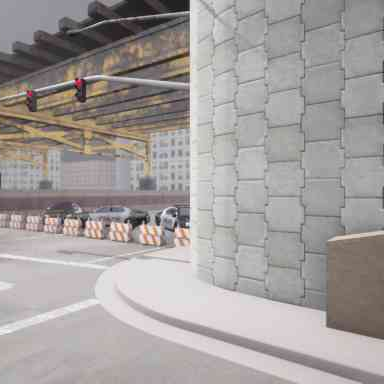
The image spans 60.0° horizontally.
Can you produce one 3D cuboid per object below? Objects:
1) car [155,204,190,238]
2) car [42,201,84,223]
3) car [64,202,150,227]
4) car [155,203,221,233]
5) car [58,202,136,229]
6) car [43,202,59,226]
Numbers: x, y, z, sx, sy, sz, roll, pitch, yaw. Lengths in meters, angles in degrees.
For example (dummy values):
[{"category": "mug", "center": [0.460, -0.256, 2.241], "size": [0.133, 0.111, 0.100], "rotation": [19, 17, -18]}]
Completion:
[{"category": "car", "center": [-0.356, 1.453, 17.727], "size": [2.038, 1.542, 4.974], "rotation": [0, 0, -25]}, {"category": "car", "center": [-8.827, 1.295, 23.120], "size": [1.853, 1.218, 4.536], "rotation": [0, 0, -10]}, {"category": "car", "center": [-5.072, 1.295, 20.314], "size": [4.536, 1.218, 1.853], "rotation": [0, 0, 0]}, {"category": "car", "center": [-0.378, 1.295, 17.774], "size": [1.853, 1.218, 4.536], "rotation": [0, 0, -25]}, {"category": "car", "center": [-5.124, 1.453, 20.314], "size": [4.974, 1.542, 2.038], "rotation": [0, 0, 0]}, {"category": "car", "center": [-8.818, 1.453, 23.069], "size": [2.038, 1.542, 4.974], "rotation": [0, 0, -10]}]
